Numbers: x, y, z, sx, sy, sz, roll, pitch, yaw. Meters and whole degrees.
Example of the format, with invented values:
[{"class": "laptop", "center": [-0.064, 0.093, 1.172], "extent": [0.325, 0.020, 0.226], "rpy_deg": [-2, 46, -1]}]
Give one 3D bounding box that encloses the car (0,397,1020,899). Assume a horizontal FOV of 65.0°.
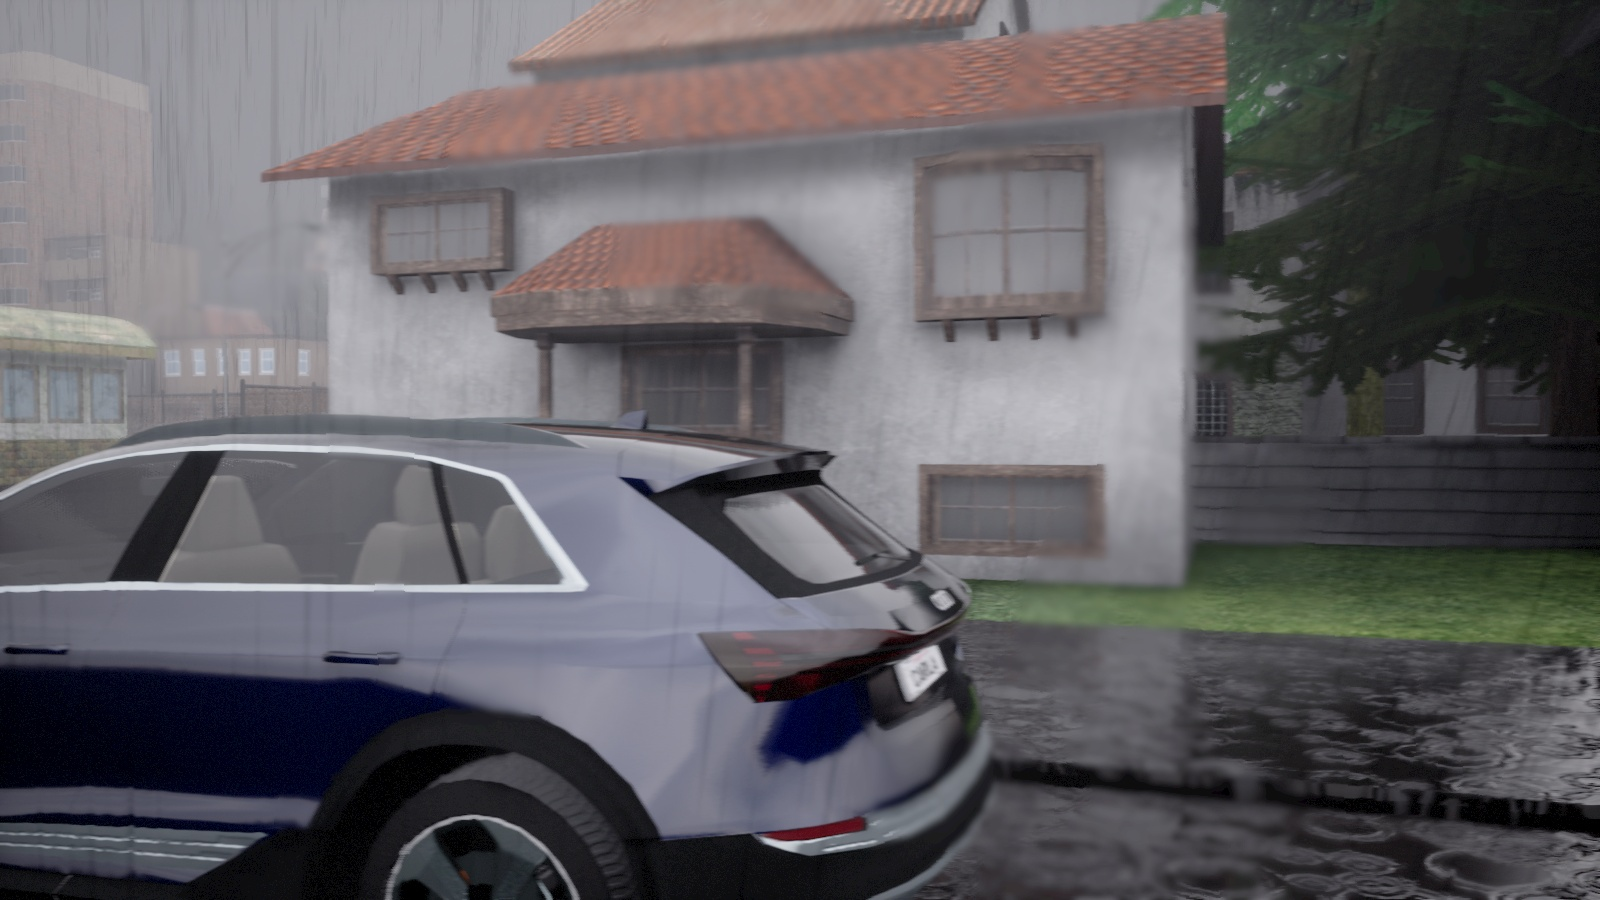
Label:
[{"class": "car", "center": [-1.830, 0.680, 4.345], "extent": [4.856, 1.649, 2.033], "rpy_deg": [1, 1, 18]}]
